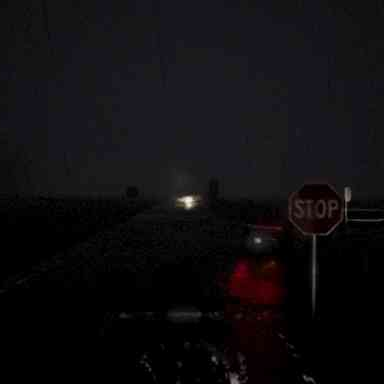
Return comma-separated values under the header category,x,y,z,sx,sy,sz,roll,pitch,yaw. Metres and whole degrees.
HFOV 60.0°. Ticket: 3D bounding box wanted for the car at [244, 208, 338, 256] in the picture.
category,x,y,z,sx,sy,sz,roll,pitch,yaw
car,4.020,1.381,12.747,4.902,1.511,2.128,0,0,-42
